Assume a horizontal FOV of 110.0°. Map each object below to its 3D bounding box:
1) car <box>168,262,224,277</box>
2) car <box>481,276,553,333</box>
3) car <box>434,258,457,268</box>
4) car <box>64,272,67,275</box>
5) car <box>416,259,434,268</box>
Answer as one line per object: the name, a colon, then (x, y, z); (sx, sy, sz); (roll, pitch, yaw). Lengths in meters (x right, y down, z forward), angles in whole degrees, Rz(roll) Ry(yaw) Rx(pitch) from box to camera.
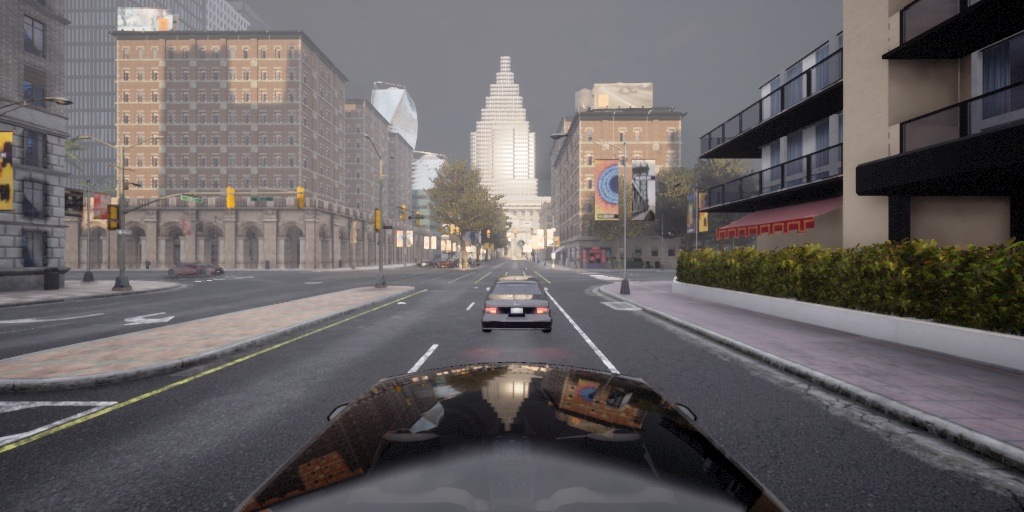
car: (-30.399, 1.312, 34.609); (4.181, 1.385, 1.994); (0, 0, -2)
car: (0.146, 1.297, 10.736); (2.033, 1.411, 5.357); (0, 0, 1)
car: (-11.048, 1.100, 59.666); (2.097, 1.767, 4.553); (0, 0, 1)
car: (-45.938, 1.313, 34.635); (4.181, 1.385, 1.994); (0, 0, 1)
car: (-14.518, 1.240, 61.552); (2.128, 1.511, 4.902); (0, 0, 1)
